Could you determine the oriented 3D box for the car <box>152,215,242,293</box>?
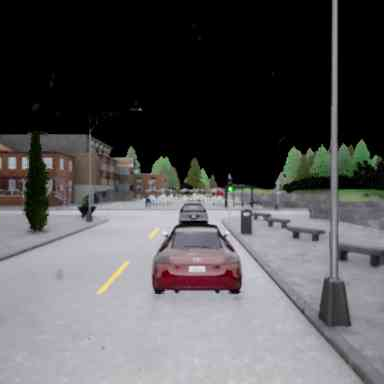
[{"bbox_3d":[0.108,1.521,8.748,1.994,1.385,4.181,0,0,0],"label":"car"}]

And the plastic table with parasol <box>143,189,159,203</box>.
[{"bbox_3d":[-7.089,0.643,58.059,2.482,2.480,2.482,0,0,0],"label":"plastic table with parasol"}]

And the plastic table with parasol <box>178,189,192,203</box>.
[{"bbox_3d":[-1.169,0.641,58.445,2.482,2.480,2.482,0,0,0],"label":"plastic table with parasol"}]

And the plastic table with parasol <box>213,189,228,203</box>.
[{"bbox_3d":[5.032,0.636,59.341,2.482,2.480,2.482,0,0,0],"label":"plastic table with parasol"}]

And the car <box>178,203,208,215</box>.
[{"bbox_3d":[0.055,1.442,21.575,2.033,1.411,5.357,0,0,-1],"label":"car"}]
